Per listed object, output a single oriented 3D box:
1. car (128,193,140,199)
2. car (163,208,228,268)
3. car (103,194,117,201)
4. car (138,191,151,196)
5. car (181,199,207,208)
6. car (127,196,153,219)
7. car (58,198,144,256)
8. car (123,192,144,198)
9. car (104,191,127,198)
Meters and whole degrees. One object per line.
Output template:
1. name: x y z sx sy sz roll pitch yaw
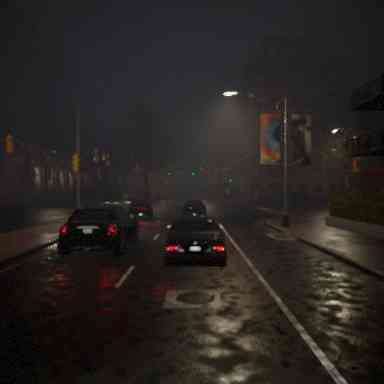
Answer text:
1. car: -14.710 1.061 84.668 2.033 1.411 5.357 0 0 0
2. car: 0.102 1.485 11.019 2.033 1.411 5.357 0 0 0
3. car: -18.002 1.180 73.168 1.895 1.301 4.718 0 0 0
4. car: -11.248 0.805 74.332 2.150 2.045 5.566 0 0 0
5. car: 0.180 1.354 26.936 1.837 1.490 4.892 0 1 0
6. car: -4.200 1.354 26.795 1.837 1.490 4.892 1 1 -10
7. car: -3.375 1.278 12.890 2.097 1.767 4.553 0 0 0
8. car: -11.285 1.184 64.278 2.033 1.411 5.357 0 0 0
9. car: -14.785 0.857 64.241 2.150 2.045 5.566 0 0 0
